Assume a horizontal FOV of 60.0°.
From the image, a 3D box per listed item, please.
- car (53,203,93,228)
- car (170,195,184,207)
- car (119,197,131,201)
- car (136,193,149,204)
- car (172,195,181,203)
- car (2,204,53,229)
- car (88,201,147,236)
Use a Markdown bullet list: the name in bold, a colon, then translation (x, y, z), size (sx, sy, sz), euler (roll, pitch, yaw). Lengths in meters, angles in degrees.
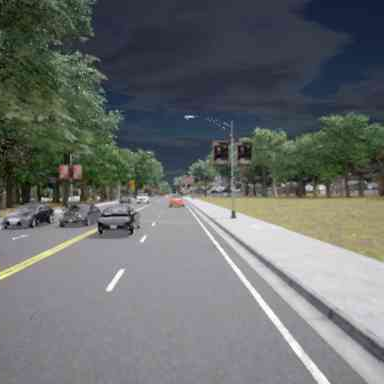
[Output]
- **car**: translation (-7.641, 1.558, 23.035), size (1.837, 1.490, 4.892), euler (-1, 0, -3)
- **car**: translation (-2.261, 1.292, 50.482), size (2.097, 1.767, 4.553), euler (-1, 0, -3)
- **car**: translation (-12.769, 1.655, 63.853), size (2.033, 1.411, 5.357), euler (-1, 0, -2)
- **car**: translation (-9.568, 1.285, 64.732), size (2.150, 2.045, 5.566), euler (-1, 0, -2)
- **car**: translation (-3.377, 1.459, 71.647), size (1.837, 1.490, 4.892), euler (-1, 0, -3)
- **car**: translation (-10.867, 1.596, 22.472), size (2.128, 1.511, 4.902), euler (-1, 0, -3)
- **car**: translation (-3.983, 1.497, 18.759), size (2.128, 1.511, 4.902), euler (-1, 0, -3)
